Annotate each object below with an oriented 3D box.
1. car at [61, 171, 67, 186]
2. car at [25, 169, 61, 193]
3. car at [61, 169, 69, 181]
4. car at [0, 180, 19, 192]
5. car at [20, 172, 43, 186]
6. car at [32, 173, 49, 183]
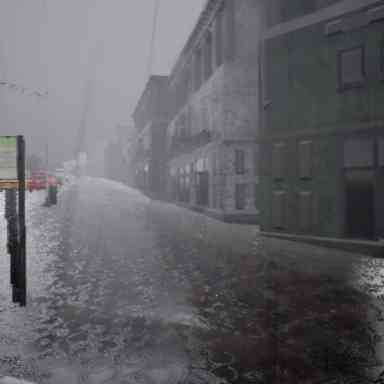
[{"bbox_3d":[-18.583,-1.656,45.213,2.128,1.511,4.902,-1,5,-17],"label":"car"},{"bbox_3d":[-15.682,-1.093,35.127,2.150,2.045,5.566,0,5,-15],"label":"car"},{"bbox_3d":[-21.646,-2.710,54.820,2.150,2.045,5.566,-1,5,-19],"label":"car"},{"bbox_3d":[-18.844,-0.892,35.333,1.882,1.535,5.008,-1,5,-15],"label":"car"},{"bbox_3d":[-21.753,-1.849,45.315,2.097,1.767,4.553,-1,5,-17],"label":"car"},{"bbox_3d":[-24.621,-2.387,54.259,2.033,1.411,5.357,-1,5,-19],"label":"car"}]
